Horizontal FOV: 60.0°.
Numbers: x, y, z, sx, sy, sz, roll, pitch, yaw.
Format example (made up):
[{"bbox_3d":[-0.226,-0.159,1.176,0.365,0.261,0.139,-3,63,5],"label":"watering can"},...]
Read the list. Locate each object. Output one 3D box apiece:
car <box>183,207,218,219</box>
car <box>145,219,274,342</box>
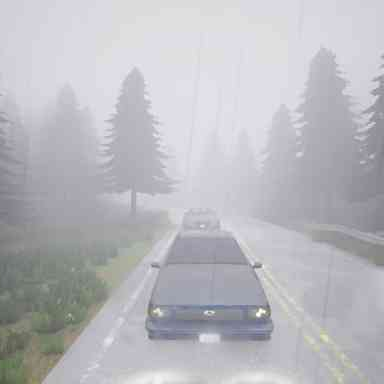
[{"bbox_3d":[0.481,1.584,19.172,1.994,1.385,4.181,0,0,-2],"label":"car"},{"bbox_3d":[0.286,1.558,7.088,2.033,1.411,5.357,0,0,1],"label":"car"}]
